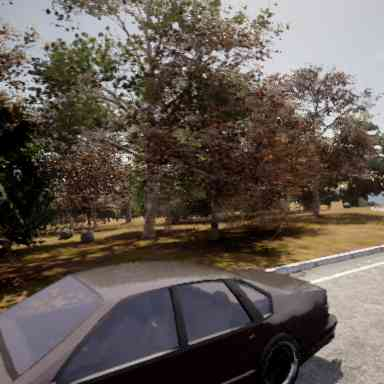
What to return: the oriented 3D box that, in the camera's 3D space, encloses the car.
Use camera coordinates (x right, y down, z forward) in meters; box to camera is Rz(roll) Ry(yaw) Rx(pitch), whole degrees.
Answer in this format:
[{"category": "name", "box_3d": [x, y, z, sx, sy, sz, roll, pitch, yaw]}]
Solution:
[{"category": "car", "box_3d": [-0.635, 1.538, 3.539, 5.357, 1.411, 2.033, 0, 0, -36]}]
